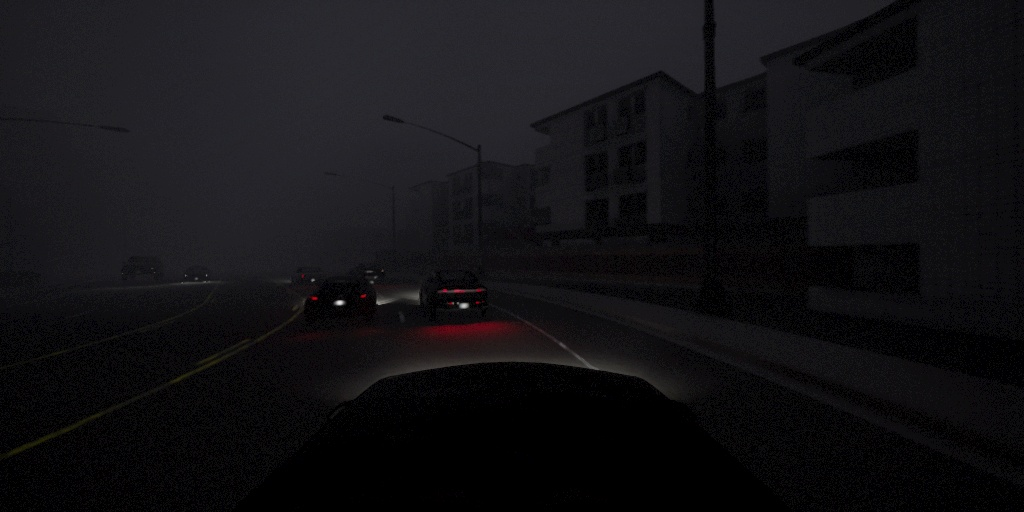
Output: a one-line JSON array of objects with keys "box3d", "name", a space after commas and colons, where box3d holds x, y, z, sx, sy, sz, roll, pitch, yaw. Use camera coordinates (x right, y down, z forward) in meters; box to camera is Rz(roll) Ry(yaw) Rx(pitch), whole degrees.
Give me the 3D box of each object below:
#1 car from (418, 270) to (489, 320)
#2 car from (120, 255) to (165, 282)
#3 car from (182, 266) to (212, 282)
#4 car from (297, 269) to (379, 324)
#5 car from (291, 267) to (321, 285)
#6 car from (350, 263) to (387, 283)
[{"box3d": [-2.182, 1.237, 12.736, 2.128, 1.511, 4.902, -1, 0, -19], "name": "car"}, {"box3d": [-31.831, 0.945, 31.043, 2.150, 2.045, 5.566, -1, 0, -39], "name": "car"}, {"box3d": [-29.109, 1.616, 33.255, 2.033, 1.411, 5.357, -1, 0, -39], "name": "car"}, {"box3d": [-5.787, 1.356, 12.412, 1.994, 1.385, 4.181, -1, 0, -21], "name": "car"}, {"box3d": [-15.648, 1.473, 27.529, 1.895, 1.301, 4.718, -1, 0, -37], "name": "car"}, {"box3d": [-11.056, 1.306, 27.208, 2.128, 1.511, 4.902, -1, 0, -37], "name": "car"}]
